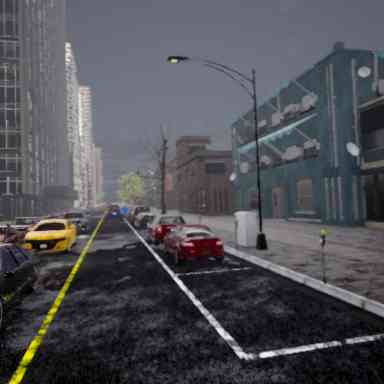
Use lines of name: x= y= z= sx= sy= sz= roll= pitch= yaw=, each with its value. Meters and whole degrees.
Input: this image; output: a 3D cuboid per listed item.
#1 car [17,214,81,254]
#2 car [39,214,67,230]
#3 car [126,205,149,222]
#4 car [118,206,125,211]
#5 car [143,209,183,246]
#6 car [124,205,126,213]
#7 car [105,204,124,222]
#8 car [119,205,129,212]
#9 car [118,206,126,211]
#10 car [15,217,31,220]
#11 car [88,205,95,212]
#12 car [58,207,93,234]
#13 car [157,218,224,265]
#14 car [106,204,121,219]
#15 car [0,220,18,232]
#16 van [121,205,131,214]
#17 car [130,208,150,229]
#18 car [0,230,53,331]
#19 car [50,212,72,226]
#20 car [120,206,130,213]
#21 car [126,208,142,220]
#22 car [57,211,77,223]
car: x=-6.947 y=2.128 z=16.673 sx=1.882 sy=1.535 sz=5.008 roll=-2 pitch=-1 yaw=-14
car: x=-13.434 y=2.858 z=32.322 sx=1.802 sy=1.307 sz=4.206 roll=-1 pitch=-2 yaw=-14
car: x=-5.304 y=2.349 z=34.326 sx=2.192 sy=1.841 sz=5.009 roll=-1 pitch=-2 yaw=-14
car: x=-19.776 y=4.542 z=93.558 sx=1.802 sy=1.307 sz=4.206 roll=-1 pitch=-2 yaw=-14
car: x=-1.354 y=1.927 z=18.169 sx=1.967 sy=1.590 sz=4.097 roll=-1 pitch=-2 yaw=-14
car: x=-6.620 y=2.529 z=39.714 sx=2.192 sy=1.841 sz=5.009 roll=-1 pitch=-2 yaw=-14
car: x=-9.528 y=2.693 z=40.649 sx=2.097 sy=1.767 sz=4.553 roll=-2 pitch=-1 yaw=-14
car: x=-15.830 y=3.885 z=77.406 sx=1.967 sy=1.590 sz=4.097 roll=-1 pitch=-2 yaw=-14
car: x=-18.461 y=4.334 z=88.174 sx=1.887 sy=1.381 sz=4.507 roll=-1 pitch=-2 yaw=-14
car: x=-10.805 y=2.353 z=21.557 sx=1.967 sy=1.590 sz=4.097 roll=-1 pitch=-2 yaw=-14
car: x=-26.595 y=4.614 z=86.175 sx=1.802 sy=1.307 sz=4.206 roll=-1 pitch=-2 yaw=-14
car: x=-9.286 y=2.328 z=26.242 sx=2.097 sy=1.767 sz=4.553 roll=-2 pitch=-1 yaw=-14
car: x=-0.034 y=1.885 z=12.778 sx=1.802 sy=1.307 sz=4.206 roll=-1 pitch=-2 yaw=-14
car: x=-11.936 y=2.888 z=50.488 sx=2.150 sy=2.045 sz=5.566 roll=-2 pitch=-1 yaw=-14
car: x=-9.486 y=2.311 z=16.169 sx=1.802 sy=1.307 sz=4.206 roll=-1 pitch=-2 yaw=-14
van: x=-13.200 y=3.438 z=66.639 sx=1.690 sy=1.788 sz=3.998 roll=-1 pitch=-2 yaw=-14
car: x=-3.982 y=2.403 z=28.935 sx=2.008 sy=1.369 sz=4.403 roll=-1 pitch=-2 yaw=-14
car: x=-4.630 y=1.873 z=7.164 sx=2.033 sy=1.411 sz=5.357 roll=-2 pitch=-1 yaw=-14
car: x=-14.749 y=3.038 z=37.709 sx=1.802 sy=1.307 sz=4.206 roll=-1 pitch=-2 yaw=-14
car: x=-14.511 y=3.837 z=72.018 sx=1.947 sy=1.339 sz=4.313 roll=-1 pitch=-2 yaw=-14
car: x=-7.972 y=2.923 z=45.258 sx=1.752 sy=1.417 sz=4.829 roll=-1 pitch=-2 yaw=-14
car: x=-16.066 y=3.179 z=43.095 sx=1.887 sy=1.381 sz=4.507 roll=-1 pitch=-2 yaw=-14
